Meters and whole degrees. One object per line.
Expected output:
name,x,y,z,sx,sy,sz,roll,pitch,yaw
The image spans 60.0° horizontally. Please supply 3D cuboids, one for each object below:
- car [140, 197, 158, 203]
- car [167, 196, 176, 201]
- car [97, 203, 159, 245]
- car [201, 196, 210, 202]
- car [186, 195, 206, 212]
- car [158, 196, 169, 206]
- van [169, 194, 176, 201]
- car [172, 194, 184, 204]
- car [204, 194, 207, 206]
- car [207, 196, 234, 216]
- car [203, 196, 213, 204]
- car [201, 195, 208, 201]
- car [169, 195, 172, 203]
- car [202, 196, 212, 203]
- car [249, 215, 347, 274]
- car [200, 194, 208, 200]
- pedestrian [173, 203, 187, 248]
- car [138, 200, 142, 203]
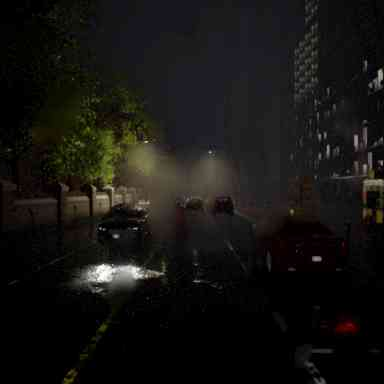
car,-5.452,1.564,38.102,2.008,1.369,4.403,0,0,0
car,-5.166,1.630,83.158,1.947,1.339,4.313,0,0,0
car,-3.004,1.495,15.659,2.128,1.511,4.902,0,0,0
car,3.179,1.599,77.472,1.887,1.381,4.507,0,0,0
car,0.327,1.491,38.130,1.882,1.535,5.008,0,0,0
car,-5.344,1.461,54.997,1.967,1.590,4.097,0,0,0
van,-5.130,1.414,88.789,1.690,1.788,3.998,0,0,0
car,-2.611,1.599,66.446,1.994,1.385,4.181,0,0,1
car,3.037,1.547,55.114,1.752,1.417,4.829,0,0,0
car,2.893,1.326,32.415,2.192,1.841,5.009,0,0,0
car,3.107,1.579,66.207,1.887,1.381,4.507,0,0,0
car,3.252,1.599,88.906,1.752,1.417,4.829,0,0,0
car,-5.308,1.577,60.628,2.008,1.369,4.403,0,0,0
car,3.143,1.610,71.839,1.947,1.339,4.313,0,0,0
car,3.065,1.480,10.596,1.882,1.535,5.008,0,0,0
car,3.286,1.399,94.369,2.192,1.841,5.009,0,0,0
pedestrian,-0.484,1.297,13.436,0.375,1.860,0.375,0,0,-3
car,-5.523,1.590,26.836,1.802,1.307,4.206,0,0,0
